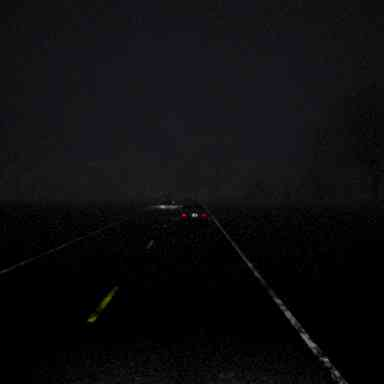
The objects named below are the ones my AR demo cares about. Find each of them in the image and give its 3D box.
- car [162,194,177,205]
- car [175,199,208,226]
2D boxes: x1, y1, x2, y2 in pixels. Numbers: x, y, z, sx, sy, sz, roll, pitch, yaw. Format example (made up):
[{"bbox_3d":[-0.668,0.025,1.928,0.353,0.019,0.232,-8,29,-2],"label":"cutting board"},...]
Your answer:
[{"bbox_3d":[-3.513,1.157,51.876,2.097,1.767,4.553,0,0,1],"label":"car"},{"bbox_3d":[0.108,1.462,22.748,2.033,1.411,5.357,0,0,0],"label":"car"}]
